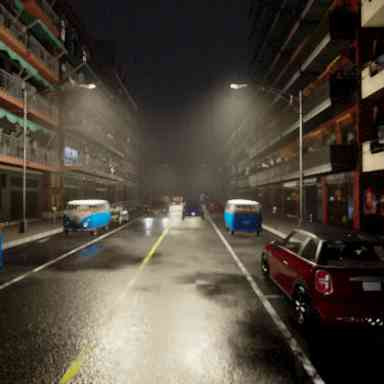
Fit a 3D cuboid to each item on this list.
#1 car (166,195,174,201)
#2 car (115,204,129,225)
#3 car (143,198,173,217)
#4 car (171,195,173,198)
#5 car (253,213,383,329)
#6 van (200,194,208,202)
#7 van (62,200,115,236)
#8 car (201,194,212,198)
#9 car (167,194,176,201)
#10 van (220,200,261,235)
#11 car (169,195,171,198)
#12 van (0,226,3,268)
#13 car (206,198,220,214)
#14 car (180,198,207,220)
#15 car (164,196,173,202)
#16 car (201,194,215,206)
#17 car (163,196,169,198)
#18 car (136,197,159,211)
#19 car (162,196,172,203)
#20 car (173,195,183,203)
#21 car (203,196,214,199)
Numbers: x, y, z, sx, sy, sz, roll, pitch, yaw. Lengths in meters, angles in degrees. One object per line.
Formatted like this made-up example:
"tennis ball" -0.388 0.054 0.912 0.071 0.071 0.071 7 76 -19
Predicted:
"car" -5.653 1.588 86.288 1.752 1.417 4.829 1 0 0
"car" -5.669 1.562 23.928 2.008 1.369 4.403 1 0 0
"car" -3.101 1.541 31.181 1.812 1.442 4.674 0 0 0
"car" -5.651 1.590 69.405 1.887 1.381 4.507 1 0 0
"car" 2.705 1.443 6.934 1.967 1.590 4.097 1 0 0
"van" 2.698 1.392 75.151 1.690 1.788 3.998 1 0 0
"van" -5.680 1.349 18.243 1.690 1.788 3.998 1 0 0
"car" 2.699 1.471 52.412 1.967 1.590 4.097 1 0 0
"car" -5.652 1.509 92.145 1.967 1.590 4.097 1 0 0
"van" 2.705 1.349 18.305 1.690 1.788 3.998 1 0 0
"car" -5.650 1.565 63.549 1.752 1.417 4.829 1 0 0
"van" -5.673 1.344 6.873 1.690 1.788 3.998 1 0 0
"car" 2.699 1.601 35.358 1.802 1.307 4.206 1 0 0
"car" 0.095 1.539 28.144 1.812 1.442 4.674 0 0 0
"car" -5.653 1.622 80.774 1.947 1.339 4.313 1 0 0
"car" 2.701 1.351 58.096 2.192 1.841 5.009 1 0 0
"car" -5.650 1.580 58.035 1.887 1.381 4.507 1 0 0
"car" -5.646 1.463 40.982 1.967 1.590 4.097 1 0 0
"car" -5.652 1.576 74.920 1.752 1.417 4.829 1 0 0
"car" -3.008 1.359 71.889 2.097 1.767 4.553 0 0 0
"car" 2.698 1.589 41.043 1.947 1.339 4.313 1 0 0
